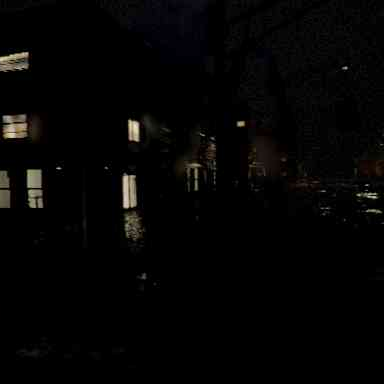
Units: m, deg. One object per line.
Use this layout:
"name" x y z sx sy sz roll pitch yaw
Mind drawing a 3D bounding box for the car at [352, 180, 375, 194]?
"car" 19.434 -0.547 37.812 1.837 1.490 4.892 0 3 19
